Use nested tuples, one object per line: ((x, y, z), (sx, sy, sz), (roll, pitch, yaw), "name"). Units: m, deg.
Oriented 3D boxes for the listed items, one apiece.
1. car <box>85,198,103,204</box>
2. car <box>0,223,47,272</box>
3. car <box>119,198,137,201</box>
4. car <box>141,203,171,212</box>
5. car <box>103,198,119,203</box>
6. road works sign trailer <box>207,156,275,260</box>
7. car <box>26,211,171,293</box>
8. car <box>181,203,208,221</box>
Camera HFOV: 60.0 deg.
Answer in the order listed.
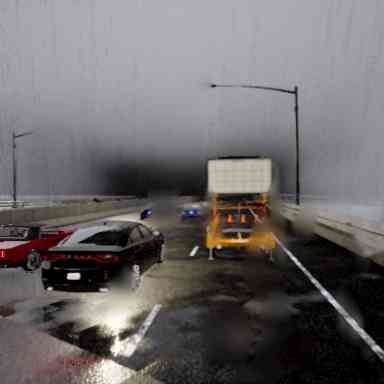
((-16.970, 1.819, 58.074), (1.812, 1.442, 4.674), (-1, 0, 8), "car")
((-5.317, 1.679, 11.093), (1.895, 1.301, 4.718), (-1, 0, 7), "car")
((-10.196, 1.818, 56.105), (1.895, 1.301, 4.718), (-1, 0, 8), "car")
((-3.099, 1.655, 28.707), (1.994, 1.385, 4.181), (-1, 0, 7), "car")
((-13.390, 1.781, 58.396), (1.812, 1.442, 4.674), (-1, 0, 8), "car")
((1.784, 0.472, 12.465), (2.380, 3.560, 2.880), (-1, 0, 7), "road works sign trailer")
((-2.042, 1.518, 9.046), (1.882, 1.535, 5.008), (-1, 0, 7), "car")
((0.266, 1.601, 27.452), (2.033, 1.411, 5.357), (-1, 0, 7), "car")
